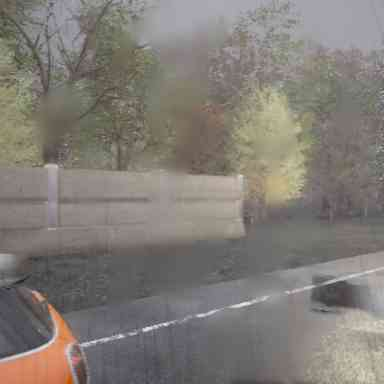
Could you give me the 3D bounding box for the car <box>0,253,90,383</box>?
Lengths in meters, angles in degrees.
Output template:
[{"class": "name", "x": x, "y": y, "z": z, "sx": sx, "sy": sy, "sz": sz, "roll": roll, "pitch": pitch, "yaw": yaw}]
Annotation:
[{"class": "car", "x": -2.950, "y": 1.317, "z": 1.867, "sx": 4.553, "sy": 1.767, "sz": 2.097, "roll": 1, "pitch": 1, "yaw": -36}]
